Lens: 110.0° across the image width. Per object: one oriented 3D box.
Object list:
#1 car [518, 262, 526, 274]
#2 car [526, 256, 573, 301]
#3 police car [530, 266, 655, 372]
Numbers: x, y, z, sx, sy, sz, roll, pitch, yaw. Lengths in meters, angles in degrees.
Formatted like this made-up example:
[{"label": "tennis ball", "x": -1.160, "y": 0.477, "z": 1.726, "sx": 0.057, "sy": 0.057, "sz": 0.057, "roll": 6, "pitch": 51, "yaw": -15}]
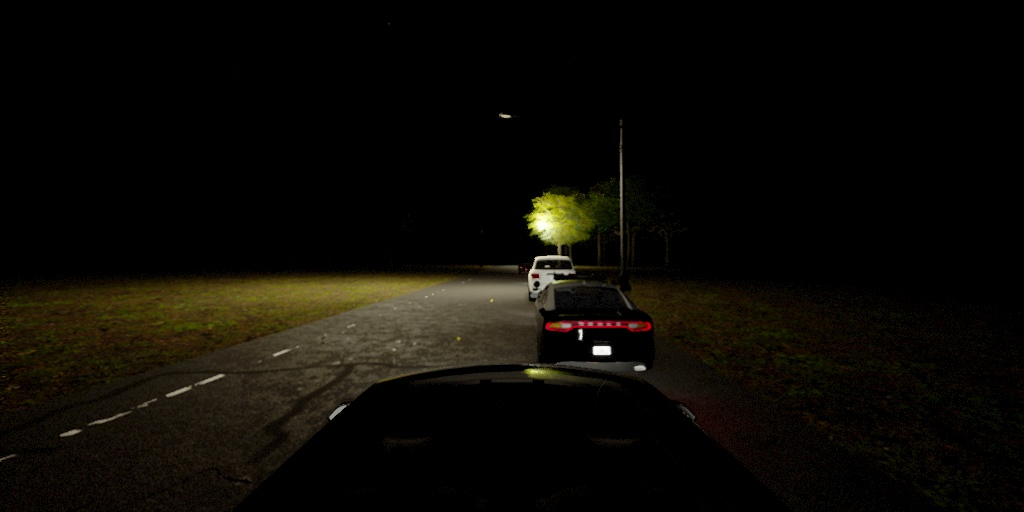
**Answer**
[{"label": "car", "x": 1.806, "y": 1.498, "z": 45.665, "sx": 1.812, "sy": 1.442, "sz": 4.674, "roll": -1, "pitch": 0, "yaw": 2}, {"label": "car", "x": 1.903, "y": 1.039, "z": 17.776, "sx": 2.150, "sy": 2.045, "sz": 5.566, "roll": 0, "pitch": 0, "yaw": 2}, {"label": "police car", "x": 1.444, "y": 1.191, "z": 7.839, "sx": 1.930, "sy": 1.638, "sz": 5.238, "roll": -1, "pitch": 0, "yaw": 3}]
